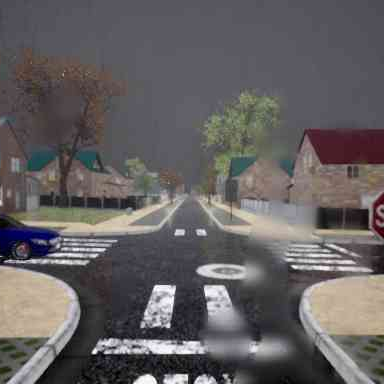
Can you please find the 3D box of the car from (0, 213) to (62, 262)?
[{"bbox_3d":[-6.798,1.427,11.119,4.674,1.442,1.812,3,1,-1],"label":"car"}]
